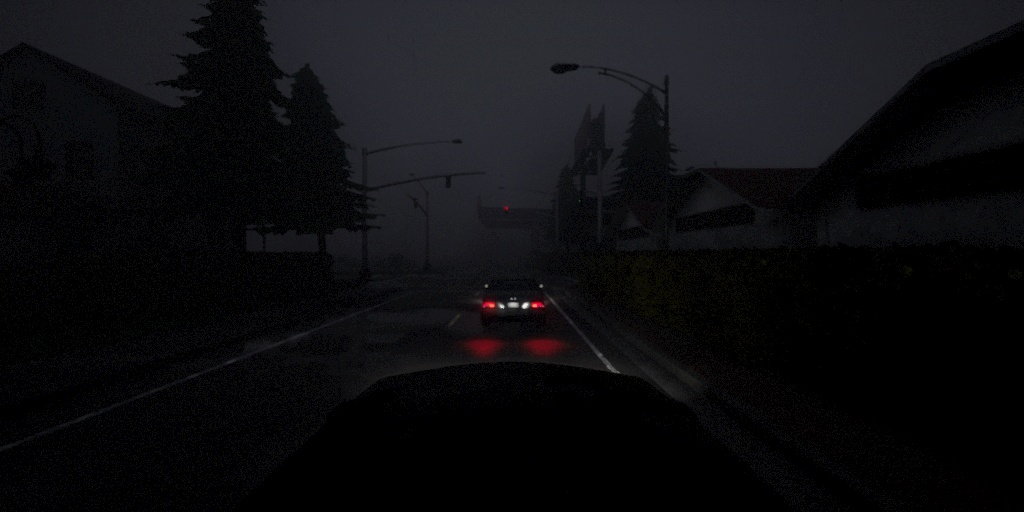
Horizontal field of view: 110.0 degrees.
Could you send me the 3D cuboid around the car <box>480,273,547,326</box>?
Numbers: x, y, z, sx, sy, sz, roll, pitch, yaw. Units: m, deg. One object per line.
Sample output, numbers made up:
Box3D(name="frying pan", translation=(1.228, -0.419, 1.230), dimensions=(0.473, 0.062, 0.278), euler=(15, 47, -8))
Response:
Box3D(name="car", translation=(0.056, 1.254, 11.407), dimensions=(2.033, 1.411, 5.357), euler=(0, 0, 1))
